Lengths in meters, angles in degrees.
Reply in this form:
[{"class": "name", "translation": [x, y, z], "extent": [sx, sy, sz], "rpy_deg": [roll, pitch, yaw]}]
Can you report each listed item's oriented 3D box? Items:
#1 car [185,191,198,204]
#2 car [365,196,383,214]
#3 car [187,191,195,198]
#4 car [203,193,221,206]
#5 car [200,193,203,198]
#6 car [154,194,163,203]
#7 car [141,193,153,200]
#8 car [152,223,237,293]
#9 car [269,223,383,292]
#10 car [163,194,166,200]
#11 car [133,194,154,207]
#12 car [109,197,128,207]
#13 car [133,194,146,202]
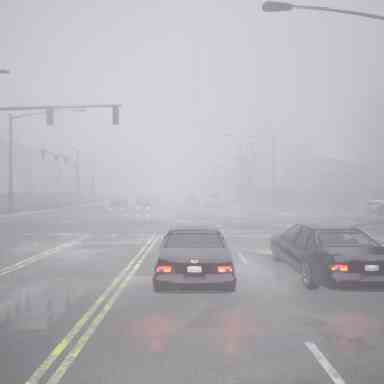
[{"class": "car", "translation": [-0.076, 1.208, 58.191], "extent": [2.097, 1.767, 4.553], "rpy_deg": [0, 1, 0]}, {"class": "car", "translation": [21.317, 1.222, 35.135], "extent": [5.566, 2.045, 2.150], "rpy_deg": [0, 0, -2]}, {"class": "car", "translation": [-0.285, 0.615, 93.802], "extent": [2.097, 1.767, 4.553], "rpy_deg": [0, 1, 0]}, {"class": "car", "translation": [3.438, 1.131, 53.566], "extent": [2.150, 2.045, 5.566], "rpy_deg": [0, 1, 0]}, {"class": "car", "translation": [3.230, 0.949, 88.878], "extent": [1.895, 1.301, 4.718], "rpy_deg": [0, 1, 0]}, {"class": "car", "translation": [-7.243, 1.275, 63.325], "extent": [1.882, 1.535, 5.008], "rpy_deg": [0, 1, 0]}, {"class": "car", "translation": [-10.742, 1.090, 79.447], "extent": [2.033, 1.411, 5.357], "rpy_deg": [0, 1, 0]}, {"class": "car", "translation": [0.052, 1.547, 8.970], "extent": [2.033, 1.411, 5.357], "rpy_deg": [0, 0, 0]}, {"class": "car", "translation": [3.552, 1.547, 9.079], "extent": [2.033, 1.411, 5.357], "rpy_deg": [0, 0, 0]}, {"class": "car", "translation": [-7.238, 1.128, 78.174], "extent": [1.994, 1.385, 4.181], "rpy_deg": [0, 1, 0]}, {"class": "car", "translation": [-7.158, 1.439, 49.912], "extent": [1.837, 1.490, 4.892], "rpy_deg": [0, 0, -2]}, {"class": "car", "translation": [-10.745, 1.420, 48.922], "extent": [1.882, 1.535, 5.008], "rpy_deg": [0, 0, 0]}, {"class": "car", "translation": [-10.715, 1.267, 67.933], "extent": [1.812, 1.442, 4.674], "rpy_deg": [0, 1, 0]}]
